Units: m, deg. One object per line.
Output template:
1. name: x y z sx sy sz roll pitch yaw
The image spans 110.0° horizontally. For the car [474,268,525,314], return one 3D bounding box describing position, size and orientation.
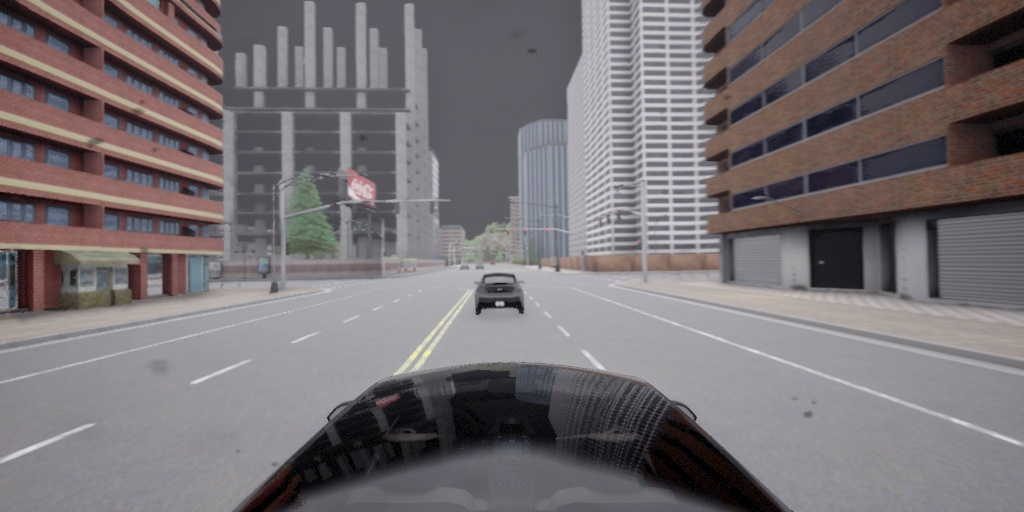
1. car: -0.518 1.441 14.911 1.837 1.490 4.892 -1 0 -2
